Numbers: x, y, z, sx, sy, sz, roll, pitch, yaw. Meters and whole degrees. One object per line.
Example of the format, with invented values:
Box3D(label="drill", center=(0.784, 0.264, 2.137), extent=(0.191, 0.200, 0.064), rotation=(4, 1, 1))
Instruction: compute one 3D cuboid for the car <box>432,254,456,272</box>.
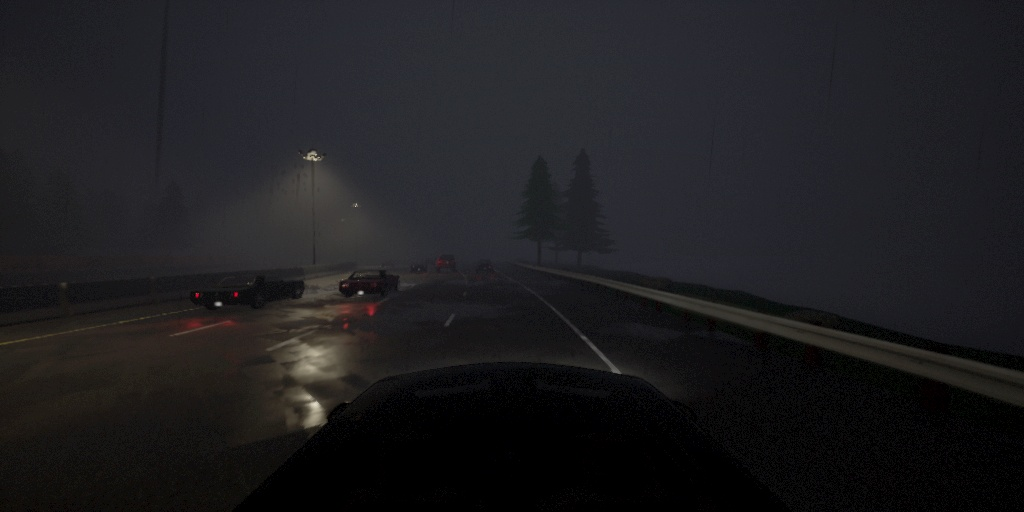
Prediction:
Box3D(label="car", center=(-8.042, 0.828, 43.235), extent=(2.150, 2.045, 5.566), rotation=(-1, 0, -15))

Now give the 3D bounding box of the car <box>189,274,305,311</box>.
Box3D(label="car", center=(-10.686, 1.416, 15.038), extent=(1.895, 1.301, 4.718), rotation=(-1, 0, -5))

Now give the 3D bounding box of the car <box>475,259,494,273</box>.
Box3D(label="car", center=(-3.077, 1.087, 39.871), extent=(1.812, 1.442, 4.674), rotation=(-1, 0, -6))

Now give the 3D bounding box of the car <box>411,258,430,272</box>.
Box3D(label="car", center=(-11.277, 1.253, 43.397), extent=(1.895, 1.301, 4.718), rotation=(-1, 0, -15))

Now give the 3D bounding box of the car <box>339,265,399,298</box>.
Box3D(label="car", center=(-7.125, 1.347, 18.451), extent=(1.895, 1.301, 4.718), rotation=(-1, 0, -7))
